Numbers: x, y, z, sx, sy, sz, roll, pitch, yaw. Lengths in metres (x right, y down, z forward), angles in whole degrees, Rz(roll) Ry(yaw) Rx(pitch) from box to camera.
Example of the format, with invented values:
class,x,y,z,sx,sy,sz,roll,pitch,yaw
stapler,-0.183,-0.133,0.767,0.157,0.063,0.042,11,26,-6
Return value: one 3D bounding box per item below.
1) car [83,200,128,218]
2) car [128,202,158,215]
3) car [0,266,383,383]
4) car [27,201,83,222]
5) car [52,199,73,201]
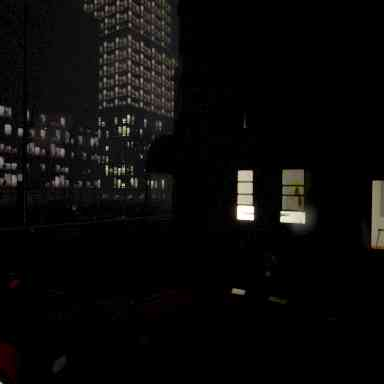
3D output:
class,x,y,z,sx,sy,sz,roll,pitch,yaw
car,-8.631,1.730,31.956,1.947,1.339,4.313,1,0,34
car,-5.543,1.772,36.483,1.802,1.307,4.206,1,0,34
car,-0.024,1.544,2.839,4.507,1.381,1.887,0,1,34
car,-11.721,1.689,27.428,2.008,1.369,4.403,1,0,34
car,-15.167,1.473,37.700,1.967,1.590,4.097,1,0,34
